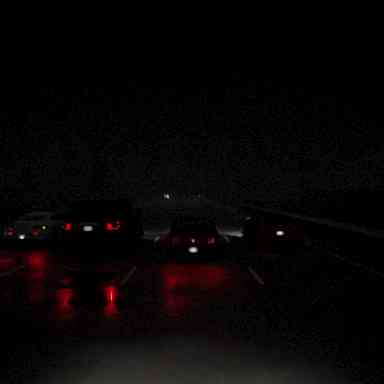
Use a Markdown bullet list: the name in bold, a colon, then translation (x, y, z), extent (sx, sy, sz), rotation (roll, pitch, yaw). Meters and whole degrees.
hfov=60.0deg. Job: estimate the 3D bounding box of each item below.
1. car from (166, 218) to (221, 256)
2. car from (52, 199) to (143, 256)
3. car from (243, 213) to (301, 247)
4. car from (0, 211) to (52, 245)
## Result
- **car**: translation (0.066, 1.680, 13.479), extent (1.895, 1.301, 4.718), rotation (0, 0, 0)
- **car**: translation (-3.432, 1.305, 13.715), extent (2.150, 2.045, 5.566), rotation (0, 0, 0)
- **car**: translation (3.579, 1.655, 15.513), extent (1.994, 1.385, 4.181), rotation (0, 0, 0)
- **car**: translation (-6.922, 1.619, 15.910), extent (1.812, 1.442, 4.674), rotation (0, 0, 0)
